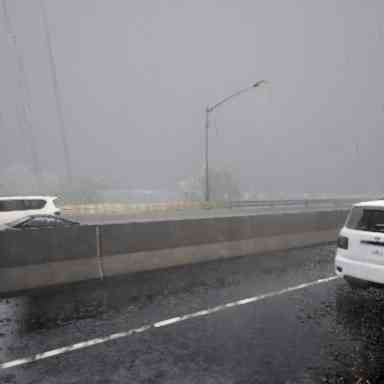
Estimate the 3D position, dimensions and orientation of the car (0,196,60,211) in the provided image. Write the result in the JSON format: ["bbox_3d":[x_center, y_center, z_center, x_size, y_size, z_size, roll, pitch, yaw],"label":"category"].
[{"bbox_3d":[-8.764,1.213,14.930,5.566,2.045,2.150,0,0,-35],"label":"car"}]

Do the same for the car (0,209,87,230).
[{"bbox_3d":[-5.987,1.553,12.606,4.181,1.385,1.994,0,0,-35],"label":"car"}]

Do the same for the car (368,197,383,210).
[{"bbox_3d":[24.923,1.381,42.506,4.902,1.511,2.128,0,0,-34],"label":"car"}]

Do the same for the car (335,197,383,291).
[{"bbox_3d":[5.627,1.190,7.724,5.566,2.045,2.150,0,0,-35],"label":"car"}]
